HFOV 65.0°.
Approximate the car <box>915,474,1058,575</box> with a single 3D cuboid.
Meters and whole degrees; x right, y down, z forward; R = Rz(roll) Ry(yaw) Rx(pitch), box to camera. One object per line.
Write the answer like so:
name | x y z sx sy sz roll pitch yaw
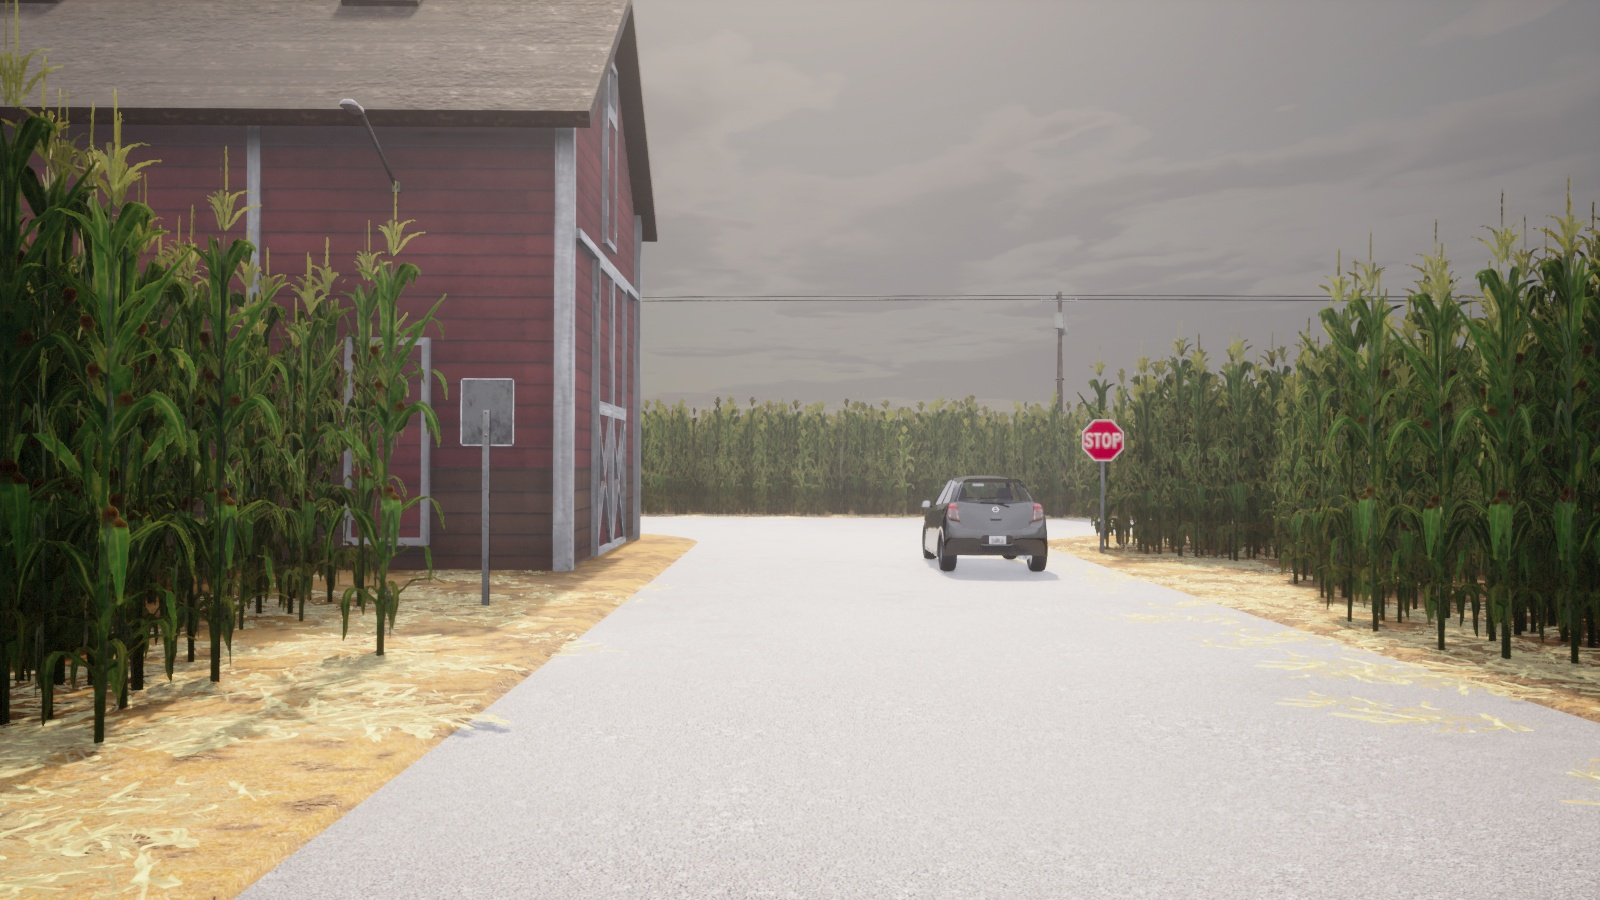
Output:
car | 3.023 1.179 21.053 1.845 1.501 3.633 0 -1 0
